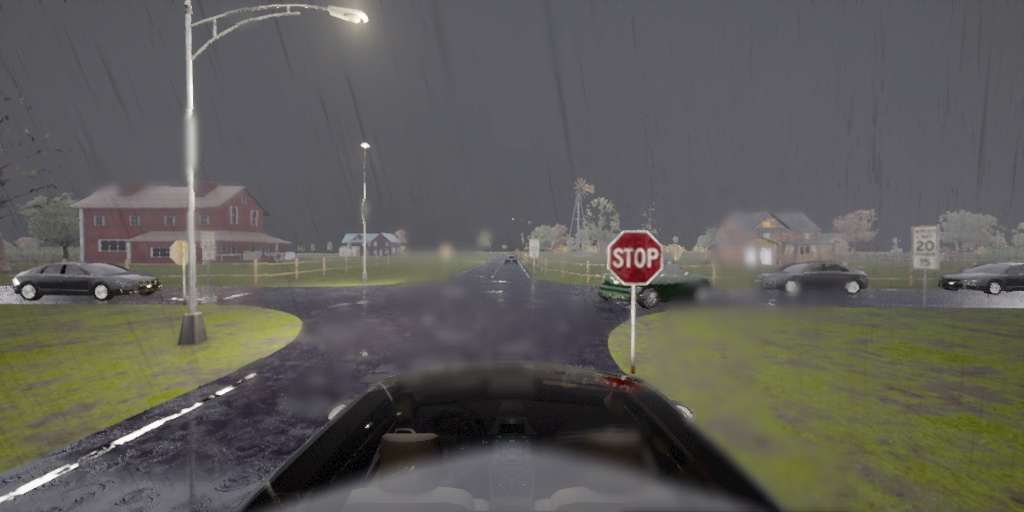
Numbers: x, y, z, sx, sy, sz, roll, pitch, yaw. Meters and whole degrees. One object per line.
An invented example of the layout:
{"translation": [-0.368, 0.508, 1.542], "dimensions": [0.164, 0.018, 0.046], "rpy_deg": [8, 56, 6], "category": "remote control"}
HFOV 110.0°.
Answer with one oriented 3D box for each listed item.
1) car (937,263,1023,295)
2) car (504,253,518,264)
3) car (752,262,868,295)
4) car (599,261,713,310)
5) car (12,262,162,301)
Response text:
{"translation": [24.121, 1.097, 17.690], "dimensions": [4.892, 1.490, 1.837], "rpy_deg": [0, 1, 1], "category": "car"}
{"translation": [-0.113, 0.436, 53.530], "dimensions": [1.837, 1.490, 4.892], "rpy_deg": [0, 1, 0], "category": "car"}
{"translation": [14.607, 1.058, 17.726], "dimensions": [4.892, 1.490, 1.837], "rpy_deg": [0, 1, 0], "category": "car"}
{"translation": [5.668, 0.936, 13.949], "dimensions": [4.553, 1.767, 2.097], "rpy_deg": [0, 2, -29], "category": "car"}
{"translation": [-17.476, 0.998, 14.885], "dimensions": [4.892, 1.490, 1.837], "rpy_deg": [0, 1, 0], "category": "car"}
